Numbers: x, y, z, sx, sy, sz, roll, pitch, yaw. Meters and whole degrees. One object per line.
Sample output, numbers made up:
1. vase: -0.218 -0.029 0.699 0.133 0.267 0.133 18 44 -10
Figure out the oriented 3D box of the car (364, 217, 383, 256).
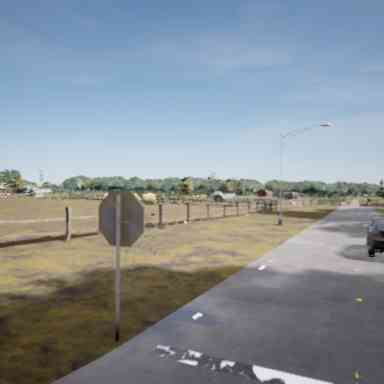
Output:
1. car: 8.297 1.776 13.761 1.837 1.490 4.892 0 -1 27
